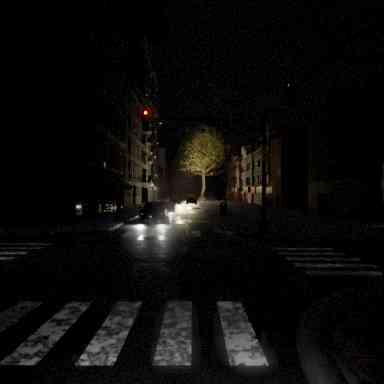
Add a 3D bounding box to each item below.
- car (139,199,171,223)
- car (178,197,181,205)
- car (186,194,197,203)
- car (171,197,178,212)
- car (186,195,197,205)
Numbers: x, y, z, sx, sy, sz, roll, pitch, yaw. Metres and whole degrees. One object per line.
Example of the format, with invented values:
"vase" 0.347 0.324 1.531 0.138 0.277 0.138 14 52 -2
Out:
"car" -2.921 1.491 25.737 1.837 1.490 4.892 0 0 0
"car" -2.929 1.577 57.314 1.895 1.301 4.718 0 0 0
"car" -0.077 1.329 69.338 2.097 1.767 4.553 0 0 0
"car" -2.949 1.544 37.504 1.994 1.385 4.181 0 0 0
"car" -0.052 1.454 59.363 1.882 1.535 5.008 0 0 0
